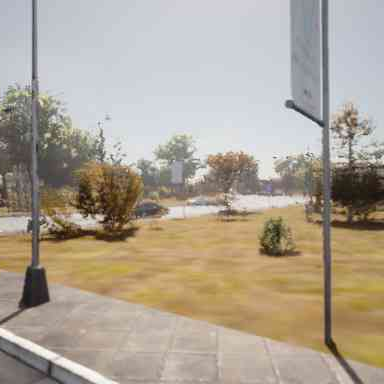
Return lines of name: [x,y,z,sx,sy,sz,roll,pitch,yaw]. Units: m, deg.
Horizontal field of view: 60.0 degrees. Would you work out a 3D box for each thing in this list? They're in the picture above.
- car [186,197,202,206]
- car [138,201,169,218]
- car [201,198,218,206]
car: [0.875,1.588,55.533,1.812,1.442,4.674,-1,0,38]
car: [-4.265,1.687,32.226,1.837,1.490,4.892,-1,0,39]
car: [3.929,1.584,53.754,1.994,1.385,4.181,-1,1,38]
